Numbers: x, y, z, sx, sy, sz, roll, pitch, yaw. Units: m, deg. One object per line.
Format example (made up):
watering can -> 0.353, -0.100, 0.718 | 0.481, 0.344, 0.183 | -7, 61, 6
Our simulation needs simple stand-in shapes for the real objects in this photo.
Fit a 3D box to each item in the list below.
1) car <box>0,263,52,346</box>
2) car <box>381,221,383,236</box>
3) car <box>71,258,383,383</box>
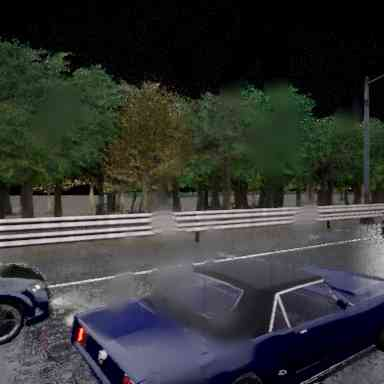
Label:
car -> -4.372, 1.564, 4.920 | 4.181, 1.385, 1.994 | 0, 0, -35
car -> 10.605, 1.506, 15.310 | 4.892, 1.490, 1.837 | 0, 0, -35
car -> 1.043, 1.601, 4.417 | 4.718, 1.301, 1.895 | 0, 0, -35
